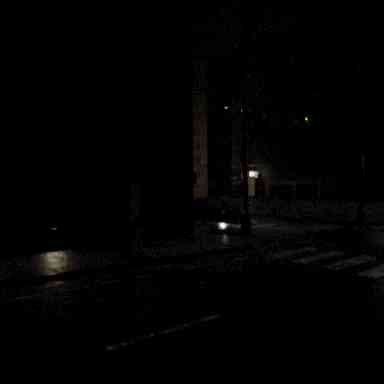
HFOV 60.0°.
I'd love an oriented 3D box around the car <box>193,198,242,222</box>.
[{"bbox_3d":[1.336,1.166,23.060,1.882,1.535,5.008,-1,1,-34],"label":"car"}]
